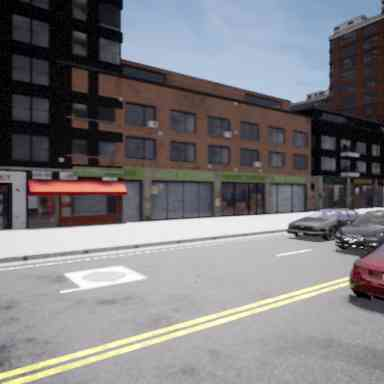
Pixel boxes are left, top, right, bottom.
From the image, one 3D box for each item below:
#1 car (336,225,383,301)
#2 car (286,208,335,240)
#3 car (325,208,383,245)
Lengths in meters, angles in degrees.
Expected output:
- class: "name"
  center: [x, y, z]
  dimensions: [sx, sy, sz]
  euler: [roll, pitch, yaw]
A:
- class: "car"
  center: [5.282, 1.550, 7.212]
  dimensions: [4.181, 1.385, 1.994]
  euler: [0, 0, -35]
- class: "car"
  center: [7.119, 1.519, 16.736]
  dimensions: [5.357, 1.411, 2.033]
  euler: [0, 0, -35]
- class: "car"
  center: [7.582, 1.480, 13.076]
  dimensions: [4.892, 1.490, 1.837]
  euler: [0, 0, -35]
